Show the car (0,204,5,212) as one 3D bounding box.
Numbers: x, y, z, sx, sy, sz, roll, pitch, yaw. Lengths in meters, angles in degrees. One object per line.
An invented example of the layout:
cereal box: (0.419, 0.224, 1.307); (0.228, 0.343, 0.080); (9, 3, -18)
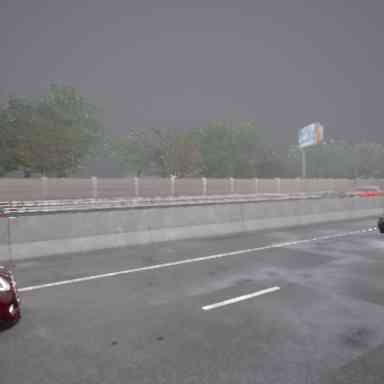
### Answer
car: (-10.681, 1.236, 13.575); (5.566, 2.045, 2.150); (-2, 1, -35)

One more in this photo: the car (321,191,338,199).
car: (18.529, 0.659, 42.845); (4.892, 1.490, 1.837); (-1, 1, -35)

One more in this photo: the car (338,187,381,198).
car: (20.462, 0.378, 39.929); (5.566, 2.045, 2.150); (-1, 1, -35)

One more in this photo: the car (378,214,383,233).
car: (10.478, 1.185, 15.457); (4.181, 1.385, 1.994); (-2, 1, -35)

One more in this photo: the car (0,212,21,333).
car: (-4.921, 1.382, 4.539); (4.553, 1.767, 2.097); (-2, 1, -35)
